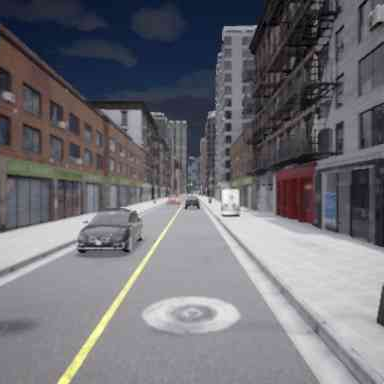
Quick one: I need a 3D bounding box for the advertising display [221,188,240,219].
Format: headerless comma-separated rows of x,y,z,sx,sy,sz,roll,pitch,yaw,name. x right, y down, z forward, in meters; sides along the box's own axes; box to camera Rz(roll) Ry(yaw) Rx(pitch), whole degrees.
3.123,0.930,26.996,1.540,2.440,0.280,0,0,0,advertising display

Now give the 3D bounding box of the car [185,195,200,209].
0.051,1.366,43.455,1.837,1.490,4.892,0,0,0,car

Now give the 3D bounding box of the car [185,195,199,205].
0.018,1.324,56.375,2.128,1.511,4.902,0,0,1,car

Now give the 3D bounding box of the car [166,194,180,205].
-3.078,1.188,54.667,2.097,1.767,4.553,0,0,0,car

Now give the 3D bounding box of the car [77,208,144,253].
-3.103,1.452,13.449,1.837,1.490,4.892,0,0,0,car
